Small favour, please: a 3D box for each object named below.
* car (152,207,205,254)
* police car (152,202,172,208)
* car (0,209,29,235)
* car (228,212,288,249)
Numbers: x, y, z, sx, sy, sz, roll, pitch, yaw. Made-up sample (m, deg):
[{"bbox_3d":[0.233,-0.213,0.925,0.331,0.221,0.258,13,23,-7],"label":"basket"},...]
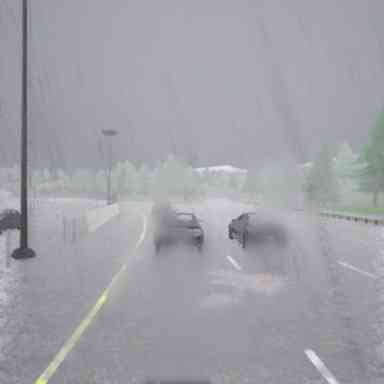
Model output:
[{"bbox_3d":[-0.571,1.611,14.102,2.128,1.511,4.902,0,0,-4],"label":"car"},{"bbox_3d":[-2.952,1.786,33.238,2.038,1.542,4.974,0,-1,-10],"label":"police car"},{"bbox_3d":[-11.698,1.732,20.165,2.033,1.411,5.357,0,0,-6],"label":"car"},{"bbox_3d":[2.863,1.649,15.111,1.812,1.442,4.674,0,0,-4],"label":"car"}]
